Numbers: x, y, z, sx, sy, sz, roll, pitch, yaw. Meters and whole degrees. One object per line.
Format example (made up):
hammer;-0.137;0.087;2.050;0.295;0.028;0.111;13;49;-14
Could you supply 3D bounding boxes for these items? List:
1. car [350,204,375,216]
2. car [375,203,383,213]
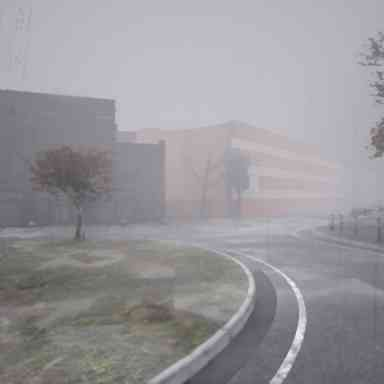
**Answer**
car;24.257;2.682;47.701;1.895;1.301;4.718;-2;-2;39
car;31.248;2.801;56.456;2.033;1.411;5.357;-2;-2;39
